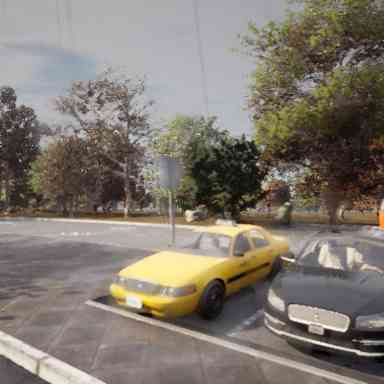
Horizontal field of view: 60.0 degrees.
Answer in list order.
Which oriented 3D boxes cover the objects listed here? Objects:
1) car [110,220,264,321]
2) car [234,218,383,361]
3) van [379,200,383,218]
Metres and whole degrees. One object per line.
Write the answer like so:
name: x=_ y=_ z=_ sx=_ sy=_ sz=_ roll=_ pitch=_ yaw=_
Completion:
car: x=0.608 y=1.456 z=7.613 sx=1.946 sy=1.575 sz=5.366 roll=0 pitch=0 yaw=36
car: x=2.972 y=1.461 z=6.159 sx=2.231 sy=1.521 sz=4.892 roll=0 pitch=0 yaw=36
van: x=10.725 y=1.233 z=16.832 sx=1.878 sy=1.987 sz=4.442 roll=0 pitch=0 yaw=36
